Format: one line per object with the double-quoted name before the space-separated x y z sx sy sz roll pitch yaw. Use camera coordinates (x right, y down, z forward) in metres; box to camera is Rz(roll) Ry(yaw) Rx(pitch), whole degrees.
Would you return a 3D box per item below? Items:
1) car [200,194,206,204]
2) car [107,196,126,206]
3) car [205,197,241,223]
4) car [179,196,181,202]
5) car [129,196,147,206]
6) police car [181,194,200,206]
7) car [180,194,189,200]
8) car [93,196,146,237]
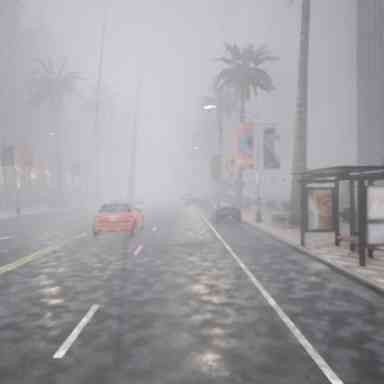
"car" 1.364 1.289 75.973 2.161 1.482 4.786 0 0 -2
"car" -11.970 1.405 53.102 1.882 1.535 5.008 0 0 -1
"car" 2.452 1.395 24.680 2.231 1.521 4.892 0 0 -2
"car" -1.499 1.223 68.782 1.837 1.490 4.892 0 0 -1
"car" -8.465 1.452 52.911 2.033 1.411 5.357 0 0 -1
"police car" -0.291 1.177 52.348 1.930 1.638 5.238 -9 3 -2
"car" -1.803 1.132 82.935 2.033 1.411 5.357 0 0 -1
"car" -3.869 1.325 18.177 2.097 1.767 4.553 0 0 -1
